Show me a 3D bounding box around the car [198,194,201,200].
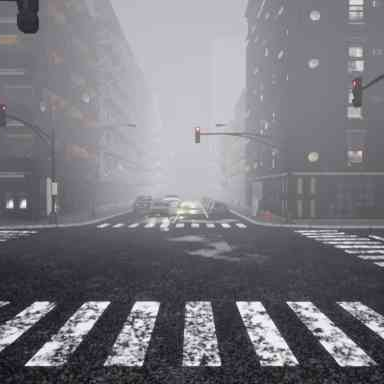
[{"bbox_3d":[2.645,1.551,75.752,1.802,1.307,4.206,-1,0,0],"label":"car"}]

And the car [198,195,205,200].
[{"bbox_3d":[2.665,1.539,92.370,1.802,1.307,4.206,-1,0,0],"label":"car"}]

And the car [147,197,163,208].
[{"bbox_3d":[-5.269,1.508,47.951,1.752,1.417,4.829,-1,0,0],"label":"car"}]

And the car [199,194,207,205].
[{"bbox_3d":[2.625,1.523,59.135,1.887,1.381,4.507,-1,0,0],"label":"car"}]

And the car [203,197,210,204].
[{"bbox_3d":[2.599,1.539,36.978,2.008,1.369,4.403,-1,0,0],"label":"car"}]

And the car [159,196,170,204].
[{"bbox_3d":[-5.248,1.557,64.732,1.802,1.307,4.206,-1,0,0],"label":"car"}]

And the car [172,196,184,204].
[{"bbox_3d":[-2.674,1.480,64.485,2.128,1.511,4.902,0,0,0],"label":"car"}]

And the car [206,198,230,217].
[{"bbox_3d":[2.593,1.572,31.439,1.802,1.307,4.206,-1,0,0],"label":"car"}]

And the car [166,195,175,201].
[{"bbox_3d":[-5.229,1.490,81.174,1.752,1.417,4.829,-1,0,0],"label":"car"}]

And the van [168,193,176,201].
[{"bbox_3d":[-5.225,1.302,86.881,1.690,1.788,3.998,-1,0,0],"label":"van"}]

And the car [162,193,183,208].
[{"bbox_3d":[-2.780,1.205,47.069,2.150,2.045,5.566,0,0,1],"label":"car"}]

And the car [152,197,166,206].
[{"bbox_3d":[-5.261,1.563,53.658,1.802,1.307,4.206,-1,0,0],"label":"car"}]

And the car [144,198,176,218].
[{"bbox_3d":[-2.815,1.538,30.439,2.033,1.411,5.357,0,0,0],"label":"car"}]

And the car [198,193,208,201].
[{"bbox_3d":[2.649,1.280,81.292,2.192,1.841,5.009,-1,0,0],"label":"car"}]

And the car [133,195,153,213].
[{"bbox_3d":[-5.284,1.303,37.046,2.192,1.841,5.009,-1,0,0],"label":"car"}]
